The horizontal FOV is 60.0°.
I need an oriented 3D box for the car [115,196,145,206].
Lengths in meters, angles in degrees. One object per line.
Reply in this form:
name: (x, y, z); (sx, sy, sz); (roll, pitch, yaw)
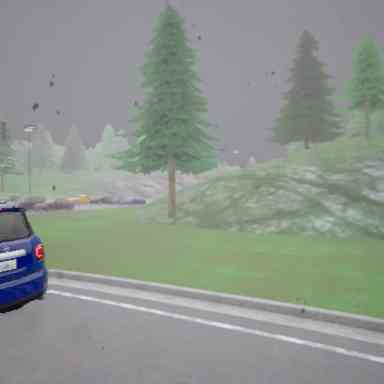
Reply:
car: (-8.630, 1.270, 48.348); (1.812, 1.442, 4.674); (0, 1, 26)

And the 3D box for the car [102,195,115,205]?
car: (-11.259, 1.308, 50.913); (1.994, 1.385, 4.181); (0, 0, 27)

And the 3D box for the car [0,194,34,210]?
car: (-23.070, 1.224, 42.816); (2.097, 1.767, 4.553); (0, 0, 26)

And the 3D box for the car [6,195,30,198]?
car: (-18.184, 1.230, 36.906); (2.097, 1.767, 4.553); (0, 1, 26)

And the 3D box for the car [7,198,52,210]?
car: (-19.994, 1.465, 41.149); (1.895, 1.301, 4.718); (0, 0, 26)

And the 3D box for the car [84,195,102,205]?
car: (-14.173, 1.228, 52.901); (1.882, 1.535, 5.008); (0, 0, 26)

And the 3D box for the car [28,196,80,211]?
car: (-14.789, 1.389, 35.878); (1.812, 1.442, 4.674); (0, 0, 26)

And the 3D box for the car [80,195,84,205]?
car: (-17.631, 1.245, 53.801); (1.882, 1.535, 5.008); (0, 1, 27)

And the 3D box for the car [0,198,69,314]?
car: (-5.230, 1.213, 5.958); (5.566, 2.045, 2.150); (0, 0, 22)
